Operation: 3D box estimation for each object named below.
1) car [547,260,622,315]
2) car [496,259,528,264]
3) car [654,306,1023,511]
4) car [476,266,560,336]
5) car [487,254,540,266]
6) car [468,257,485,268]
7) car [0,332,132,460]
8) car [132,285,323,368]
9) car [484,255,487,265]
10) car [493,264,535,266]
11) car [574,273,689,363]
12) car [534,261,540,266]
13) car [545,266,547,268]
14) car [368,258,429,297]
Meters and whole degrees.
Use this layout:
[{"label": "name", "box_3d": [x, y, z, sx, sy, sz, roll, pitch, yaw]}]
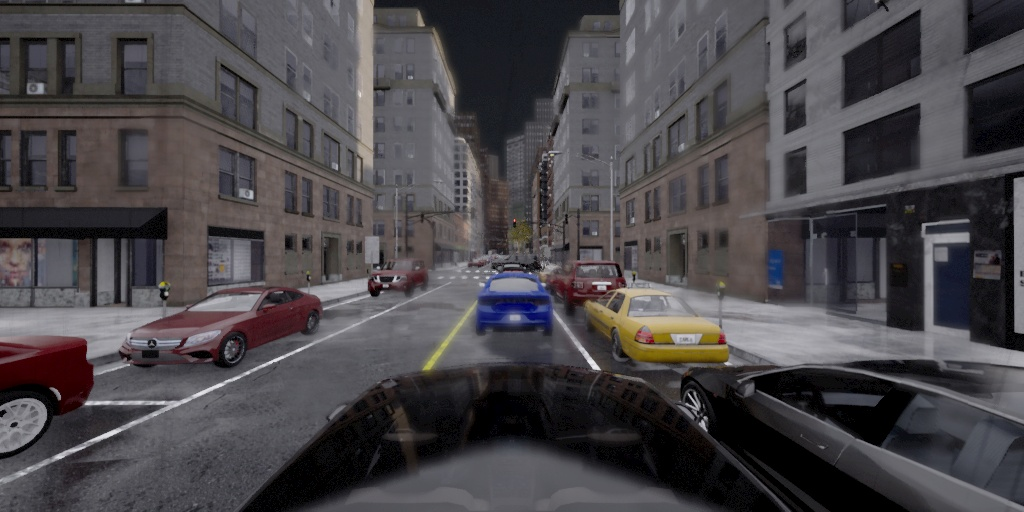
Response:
[{"label": "car", "box_3d": [2.746, 1.055, 13.376, 2.192, 1.841, 5.009, 0, 0, 0]}, {"label": "car", "box_3d": [0.010, 1.215, 26.898, 1.837, 1.490, 4.892, 0, 0, 0]}, {"label": "car", "box_3d": [2.762, 1.316, 2.270, 1.948, 1.339, 4.313, 0, 0, 0]}, {"label": "car", "box_3d": [0.037, 1.222, 10.470, 1.882, 1.535, 5.008, 0, 0, -1]}, {"label": "car", "box_3d": [0.397, 0.887, 39.626, 5.566, 2.045, 2.150, 0, 0, -1]}, {"label": "car", "box_3d": [-5.843, 1.125, 56.582, 1.888, 1.381, 4.507, 0, 0, 0]}, {"label": "car", "box_3d": [-5.763, 1.296, 2.264, 1.888, 1.381, 4.507, 0, 0, 0]}, {"label": "car", "box_3d": [-5.771, 1.328, 7.816, 1.802, 1.307, 4.207, 0, 0, 0]}, {"label": "car", "box_3d": [-5.851, 0.988, 62.007, 1.967, 1.591, 4.097, 0, 0, 0]}, {"label": "car", "box_3d": [0.070, 1.296, 17.985, 1.994, 1.385, 4.181, 0, 0, 0]}, {"label": "car", "box_3d": [2.754, 1.272, 7.992, 1.751, 1.417, 4.829, 0, 0, 0]}, {"label": "car", "box_3d": [2.729, 1.242, 24.652, 1.751, 1.417, 4.829, 0, 0, 0]}, {"label": "car", "box_3d": [2.737, 1.312, 18.928, 1.802, 1.307, 4.207, 0, 0, 0]}, {"label": "car", "box_3d": [-5.788, 1.045, 18.922, 2.192, 1.841, 5.009, 0, 0, 0]}]
